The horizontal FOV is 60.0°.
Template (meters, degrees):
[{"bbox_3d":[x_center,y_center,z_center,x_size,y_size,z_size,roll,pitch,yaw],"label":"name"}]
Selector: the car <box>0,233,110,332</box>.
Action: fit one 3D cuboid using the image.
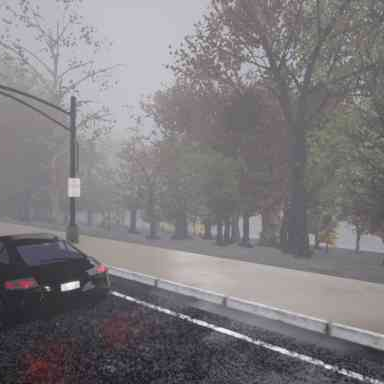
[{"bbox_3d":[-3.560,1.562,6.964,4.181,1.385,1.994,0,0,42],"label":"car"}]
